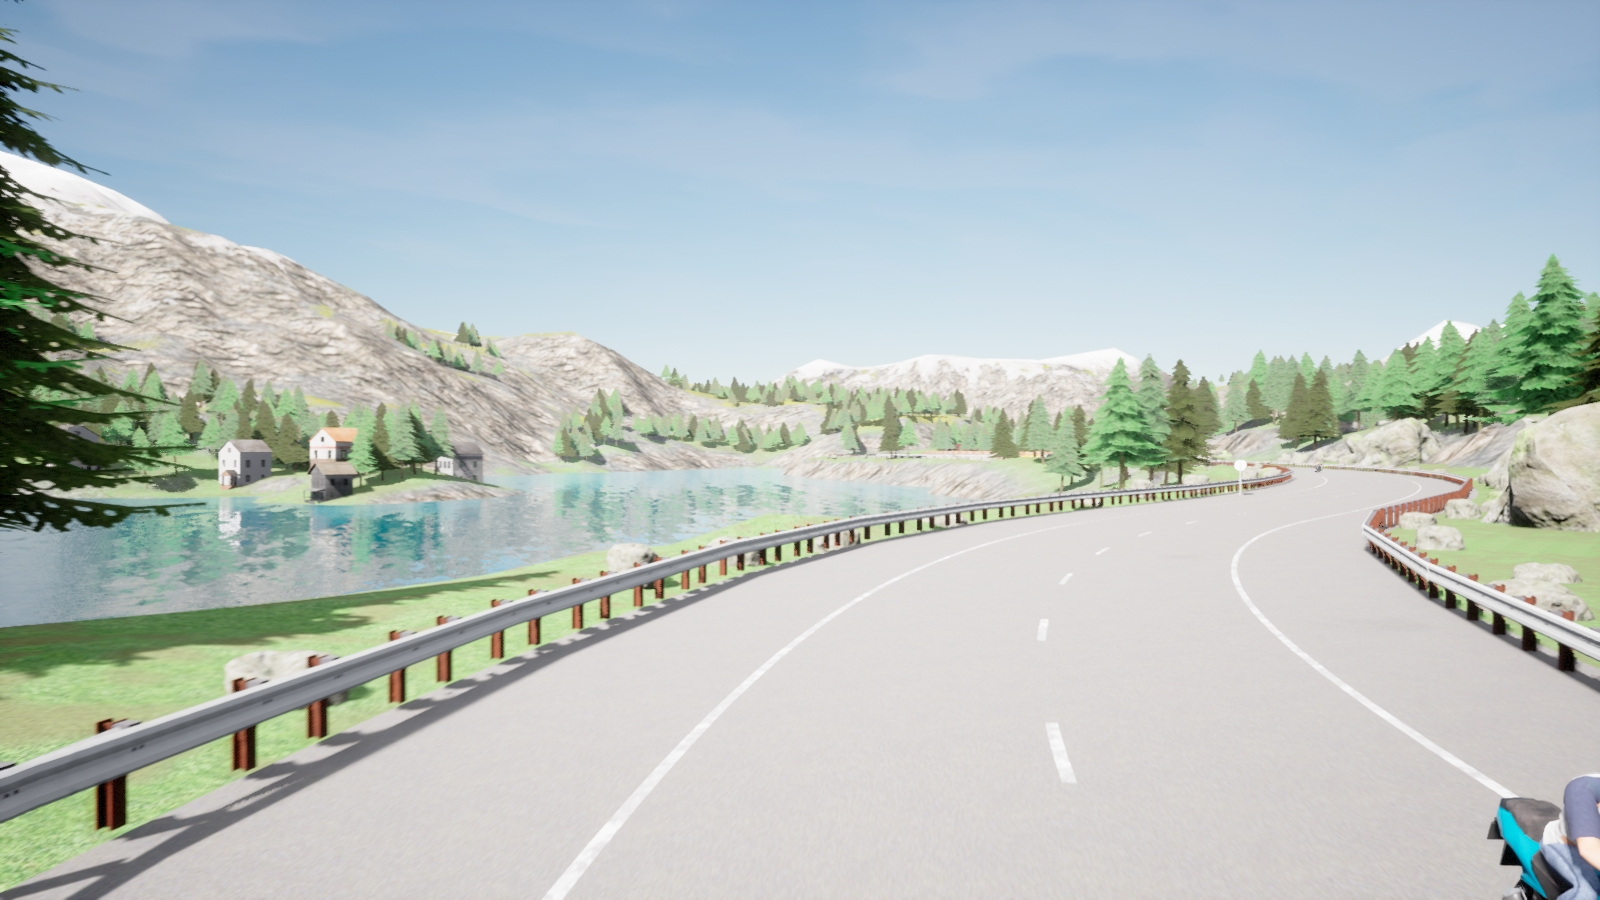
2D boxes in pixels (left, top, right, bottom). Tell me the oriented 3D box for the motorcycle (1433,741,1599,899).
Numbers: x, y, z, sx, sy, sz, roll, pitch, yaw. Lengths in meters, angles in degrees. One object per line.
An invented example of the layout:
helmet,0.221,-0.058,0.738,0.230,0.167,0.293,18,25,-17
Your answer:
motorcycle,3.711,2.178,5.103,0.803,1.217,2.033,0,0,5
